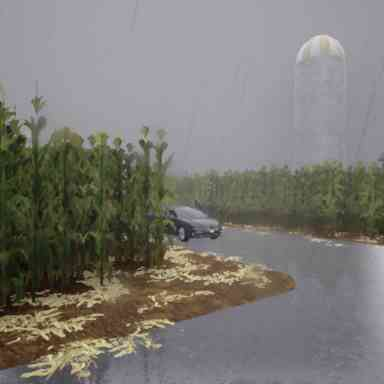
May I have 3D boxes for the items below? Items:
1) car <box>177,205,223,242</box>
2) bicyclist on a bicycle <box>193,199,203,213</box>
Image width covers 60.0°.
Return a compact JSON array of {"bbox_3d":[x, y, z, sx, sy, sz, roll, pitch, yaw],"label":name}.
[{"bbox_3d":[-0.499,1.425,16.110,1.837,1.490,4.892,1,0,-34],"label":"car"},{"bbox_3d":[0.401,1.412,26.171,1.656,1.620,0.582,1,0,-35],"label":"bicyclist on a bicycle"}]
